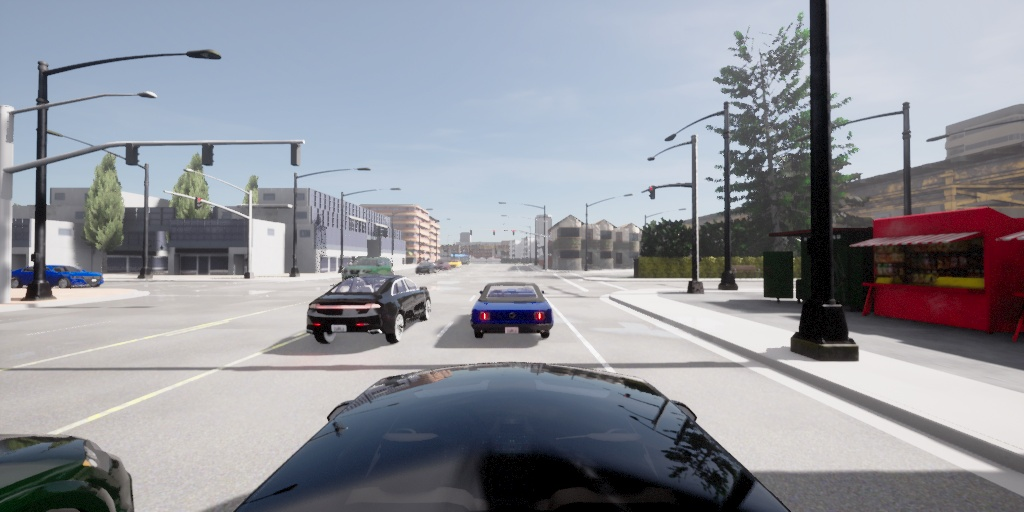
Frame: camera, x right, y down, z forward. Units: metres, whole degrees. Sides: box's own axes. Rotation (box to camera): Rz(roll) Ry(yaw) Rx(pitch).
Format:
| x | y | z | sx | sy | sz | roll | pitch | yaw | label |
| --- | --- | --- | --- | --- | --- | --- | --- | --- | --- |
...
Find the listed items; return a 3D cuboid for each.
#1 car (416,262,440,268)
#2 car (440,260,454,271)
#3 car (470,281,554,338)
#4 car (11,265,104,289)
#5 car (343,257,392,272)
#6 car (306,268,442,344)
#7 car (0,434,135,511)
| x | y | z | sx | sy | sz | roll | pitch | yaw | label |
| --- | --- | --- | --- | --- | --- | --- | --- | --- | --- |
| -11.023 | 1.571 | 45.981 | 1.882 | 1.535 | 5.008 | 0 | -1 | -1 | car |
| -11.124 | 1.681 | 58.551 | 1.812 | 1.442 | 4.674 | 0 | 0 | 0 | car |
| -0.006 | 1.363 | 10.147 | 1.895 | 1.301 | 4.718 | 0 | 0 | 0 | car |
| -29.735 | 1.312 | 23.381 | 5.008 | 1.535 | 1.882 | 0 | -1 | 0 | car |
| -10.842 | 1.119 | 27.306 | 2.150 | 2.045 | 5.566 | 0 | -1 | -1 | car |
| -3.506 | 1.256 | 9.670 | 2.128 | 1.511 | 4.902 | 0 | 0 | 0 | car |
| -3.373 | 1.314 | 0.502 | 1.994 | 1.385 | 4.181 | 0 | 0 | -1 | car |
